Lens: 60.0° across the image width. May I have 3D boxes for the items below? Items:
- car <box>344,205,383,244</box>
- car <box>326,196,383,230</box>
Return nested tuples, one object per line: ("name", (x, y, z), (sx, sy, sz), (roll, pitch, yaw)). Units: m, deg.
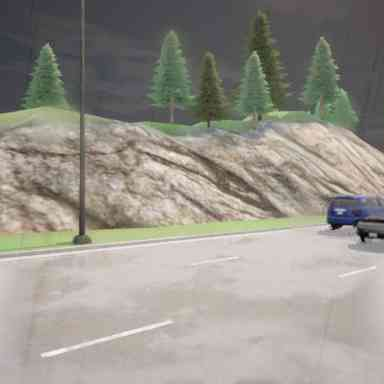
("car", (9.146, 1.490, 14.594), (4.902, 1.511, 2.128), (0, 0, -36))
("car", (10.245, 1.222, 19.685), (5.566, 2.045, 2.150), (0, 0, -36))
